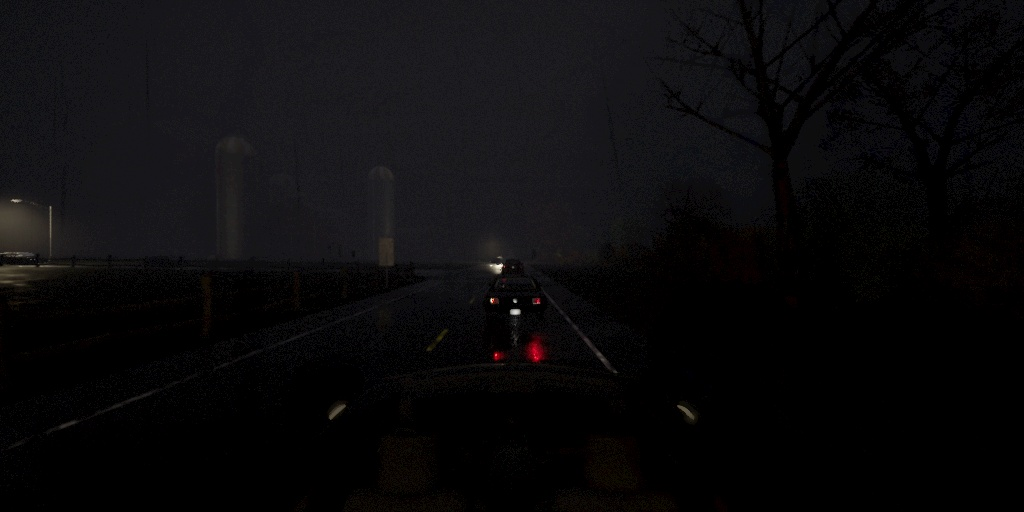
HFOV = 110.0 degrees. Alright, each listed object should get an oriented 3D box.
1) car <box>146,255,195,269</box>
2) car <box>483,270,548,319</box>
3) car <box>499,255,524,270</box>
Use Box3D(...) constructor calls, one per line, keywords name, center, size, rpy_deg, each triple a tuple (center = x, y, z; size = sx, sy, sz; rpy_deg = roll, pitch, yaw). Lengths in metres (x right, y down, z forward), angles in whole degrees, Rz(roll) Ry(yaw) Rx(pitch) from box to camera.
Box3D(name="car", center=(-38.176, 0.614, 39.949), size=(4.674, 1.442, 1.812), rpy_deg=(1, 1, 0))
Box3D(name="car", center=(0.102, 1.325, 12.584), size=(1.895, 1.301, 4.718), rpy_deg=(0, 0, 0))
Box3D(name="car", center=(0.101, 1.024, 34.602), size=(2.097, 1.767, 4.553), rpy_deg=(0, 0, 0))
